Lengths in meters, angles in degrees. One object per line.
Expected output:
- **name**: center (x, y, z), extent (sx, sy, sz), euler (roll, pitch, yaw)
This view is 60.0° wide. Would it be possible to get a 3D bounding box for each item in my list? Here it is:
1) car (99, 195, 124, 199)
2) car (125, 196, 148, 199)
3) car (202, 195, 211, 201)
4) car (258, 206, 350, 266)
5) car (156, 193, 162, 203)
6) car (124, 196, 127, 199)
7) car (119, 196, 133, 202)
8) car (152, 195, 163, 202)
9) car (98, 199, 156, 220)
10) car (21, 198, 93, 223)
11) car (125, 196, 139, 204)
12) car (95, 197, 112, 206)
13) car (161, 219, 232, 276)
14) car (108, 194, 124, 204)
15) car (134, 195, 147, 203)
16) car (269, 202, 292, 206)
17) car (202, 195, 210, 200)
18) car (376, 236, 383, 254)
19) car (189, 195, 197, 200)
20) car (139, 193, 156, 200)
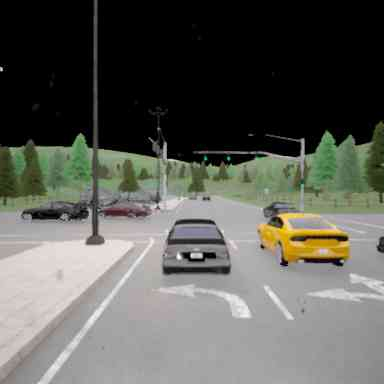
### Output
- **car**: center (-11.552, 1.489, 46.925), extent (2.128, 1.511, 4.902), euler (0, 0, 1)
- **car**: center (-8.038, 1.598, 48.175), extent (1.895, 1.301, 4.718), euler (0, 0, 0)
- **car**: center (3.557, 1.474, 80.615), extent (1.882, 1.535, 5.008), euler (0, 0, 1)
- **car**: center (3.602, 1.477, 11.590), extent (1.882, 1.535, 5.008), euler (0, 0, 0)
- **car**: center (-7.987, 1.218, 67.418), extent (2.150, 2.045, 5.566), euler (0, 0, 0)
- **car**: center (-11.489, 1.561, 55.786), extent (1.994, 1.385, 4.181), euler (0, 0, 0)
- **car**: center (-14.981, 1.535, 75.665), extent (2.033, 1.411, 5.357), euler (0, 0, 0)
- **car**: center (-7.970, 1.530, 77.829), extent (2.033, 1.411, 5.357), euler (0, 0, 0)
- **car**: center (-5.793, 1.524, 28.243), extent (4.674, 1.442, 1.812), euler (0, -1, 18)
- **car**: center (-10.469, 1.476, 25.358), extent (5.008, 1.535, 1.882), euler (0, -1, 11)
- **car**: center (-11.488, 1.560, 63.904), extent (1.994, 1.385, 4.181), euler (0, 0, 0)
- **car**: center (-14.989, 1.522, 56.559), extent (1.812, 1.442, 4.674), euler (0, 0, 0)
- **car**: center (0.089, 1.547, 10.347), extent (2.033, 1.411, 5.357), euler (0, 0, 0)
- **car**: center (-14.988, 1.348, 65.422), extent (2.097, 1.767, 4.553), euler (0, 0, 0)
- **car**: center (-11.483, 1.521, 74.038), extent (2.128, 1.511, 4.902), euler (0, 0, 0)
- **car**: center (7.105, 1.546, 26.952), extent (2.033, 1.411, 5.357), euler (0, 0, 0)
- **car**: center (3.779, 1.549, 90.974), extent (1.994, 1.385, 4.181), euler (0, 0, 2)
- **car**: center (7.100, 1.547, 8.701), extent (2.033, 1.411, 5.357), euler (0, 0, 0)
- **car**: center (0.269, 1.548, 90.612), extent (1.994, 1.385, 4.181), euler (0, 0, 2)
- **car**: center (-7.989, 1.349, 57.118), extent (2.097, 1.767, 4.553), euler (0, 0, 0)
